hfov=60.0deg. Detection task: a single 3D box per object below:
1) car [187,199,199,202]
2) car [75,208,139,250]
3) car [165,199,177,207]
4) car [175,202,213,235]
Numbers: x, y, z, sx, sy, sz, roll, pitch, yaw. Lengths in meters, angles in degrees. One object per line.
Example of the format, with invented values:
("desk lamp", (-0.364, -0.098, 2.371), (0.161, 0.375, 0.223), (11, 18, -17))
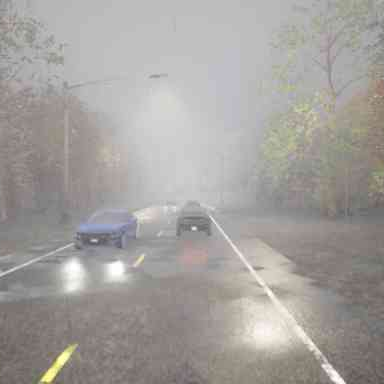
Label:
("car", (0.110, 1.618, 40.443), (1.837, 1.490, 4.892), (0, 0, 0))
("car", (-3.597, 1.525, 14.764), (1.882, 1.535, 5.008), (0, 0, 0))
("car", (-3.524, 1.752, 55.875), (1.895, 1.301, 4.718), (0, 0, 1))
("car", (0.105, 1.566, 19.086), (1.837, 1.490, 4.892), (0, 0, 0))
